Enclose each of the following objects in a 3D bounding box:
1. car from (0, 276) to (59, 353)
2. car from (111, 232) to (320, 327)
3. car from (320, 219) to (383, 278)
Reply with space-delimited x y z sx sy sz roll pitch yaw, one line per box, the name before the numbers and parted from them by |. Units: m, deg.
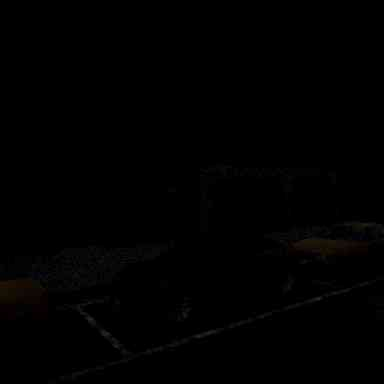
car | -4.129 1.527 3.714 4.829 1.417 1.752 0 -1 -36
car | 0.490 1.561 7.011 4.313 1.339 1.947 0 -1 -36
car | 4.833 1.516 10.111 4.829 1.417 1.752 0 -1 -36
